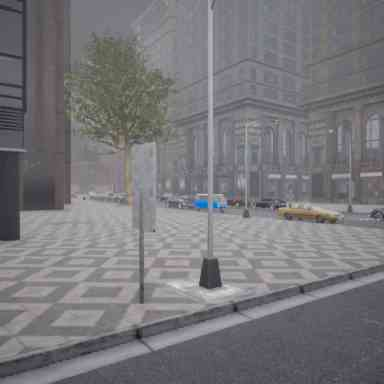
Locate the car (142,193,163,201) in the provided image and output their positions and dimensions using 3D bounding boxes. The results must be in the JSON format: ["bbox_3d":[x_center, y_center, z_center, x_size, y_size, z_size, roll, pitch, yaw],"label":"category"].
[{"bbox_3d":[-7.321,0.909,61.050,2.008,1.369,4.403,1,0,-35],"label":"car"}]

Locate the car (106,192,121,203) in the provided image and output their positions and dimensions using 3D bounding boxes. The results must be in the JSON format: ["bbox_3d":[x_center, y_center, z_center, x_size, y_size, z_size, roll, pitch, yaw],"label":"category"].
[{"bbox_3d":[-11.079,0.991,51.554,2.008,1.369,4.403,1,0,-35],"label":"car"}]

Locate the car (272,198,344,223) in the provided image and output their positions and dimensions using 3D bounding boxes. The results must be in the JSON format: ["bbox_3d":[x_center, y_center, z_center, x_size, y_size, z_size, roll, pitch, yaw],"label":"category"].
[{"bbox_3d":[8.348,1.398,23.794,1.752,1.417,4.829,1,0,-35],"label":"car"}]

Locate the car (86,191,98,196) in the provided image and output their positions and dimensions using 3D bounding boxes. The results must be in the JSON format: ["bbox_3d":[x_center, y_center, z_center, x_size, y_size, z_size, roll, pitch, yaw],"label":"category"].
[{"bbox_3d":[-26.647,0.470,88.658,1.802,1.307,4.206,1,0,-35],"label":"car"}]

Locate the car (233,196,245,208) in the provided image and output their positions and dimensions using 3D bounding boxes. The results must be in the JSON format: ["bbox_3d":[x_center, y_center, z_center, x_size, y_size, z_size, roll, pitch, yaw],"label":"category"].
[{"bbox_3d":[5.566,1.223,42.640,1.887,1.381,4.507,1,0,-35],"label":"car"}]

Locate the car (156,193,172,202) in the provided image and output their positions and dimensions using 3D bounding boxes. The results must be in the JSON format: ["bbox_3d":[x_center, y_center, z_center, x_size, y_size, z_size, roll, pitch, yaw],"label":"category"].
[{"bbox_3d":[-4.097,0.880,56.448,1.967,1.590,4.097,1,0,-35],"label":"car"}]

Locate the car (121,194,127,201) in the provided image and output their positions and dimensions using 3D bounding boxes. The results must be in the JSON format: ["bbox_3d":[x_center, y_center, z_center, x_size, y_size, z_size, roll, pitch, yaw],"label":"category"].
[{"bbox_3d":[-7.761,1.050,46.813,1.752,1.417,4.829,1,0,-35],"label":"car"}]

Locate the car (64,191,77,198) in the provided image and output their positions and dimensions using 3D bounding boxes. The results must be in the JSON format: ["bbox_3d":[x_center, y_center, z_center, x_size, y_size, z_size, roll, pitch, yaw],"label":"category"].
[{"bbox_3d":[-27.184,0.482,74.563,1.967,1.590,4.097,1,0,-35],"label":"car"}]

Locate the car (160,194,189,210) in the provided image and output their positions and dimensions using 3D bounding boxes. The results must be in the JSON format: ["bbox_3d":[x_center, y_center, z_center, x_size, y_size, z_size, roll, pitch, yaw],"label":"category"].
[{"bbox_3d":[-1.415,1.230,37.744,2.008,1.369,4.403,1,0,-35],"label":"car"}]

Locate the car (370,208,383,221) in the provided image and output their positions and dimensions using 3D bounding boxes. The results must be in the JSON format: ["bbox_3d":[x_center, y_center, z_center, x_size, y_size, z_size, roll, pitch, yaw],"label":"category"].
[{"bbox_3d":[15.291,1.471,24.085,1.994,1.385,4.181,0,1,-35],"label":"car"}]

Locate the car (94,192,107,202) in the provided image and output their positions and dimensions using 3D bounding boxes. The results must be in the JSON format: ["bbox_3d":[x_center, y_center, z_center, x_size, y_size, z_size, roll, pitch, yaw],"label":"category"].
[{"bbox_3d":[-14.301,0.910,56.156,2.008,1.369,4.403,1,0,-35],"label":"car"}]

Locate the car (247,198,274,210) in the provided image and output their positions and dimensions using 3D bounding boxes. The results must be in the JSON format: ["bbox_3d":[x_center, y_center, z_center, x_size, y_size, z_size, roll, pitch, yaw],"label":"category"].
[{"bbox_3d":[8.786,1.314,38.038,1.947,1.339,4.313,1,0,-35],"label":"car"}]

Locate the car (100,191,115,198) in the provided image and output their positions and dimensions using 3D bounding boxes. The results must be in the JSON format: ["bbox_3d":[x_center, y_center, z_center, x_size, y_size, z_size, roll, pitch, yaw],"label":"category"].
[{"bbox_3d":[-20.204,0.586,79.455,1.887,1.381,4.507,1,0,-35],"label":"car"}]

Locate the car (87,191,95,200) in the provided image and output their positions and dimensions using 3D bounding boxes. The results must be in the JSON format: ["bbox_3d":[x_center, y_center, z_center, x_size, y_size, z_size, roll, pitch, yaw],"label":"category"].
[{"bbox_3d":[-17.522,0.829,60.758,2.008,1.369,4.403,1,0,-35],"label":"car"}]

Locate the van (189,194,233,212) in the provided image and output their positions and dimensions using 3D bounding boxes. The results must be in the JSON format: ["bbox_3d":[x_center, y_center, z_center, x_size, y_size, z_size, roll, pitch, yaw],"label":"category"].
[{"bbox_3d":[1.809,1.090,33.142,1.690,1.788,3.998,1,0,-35],"label":"van"}]
